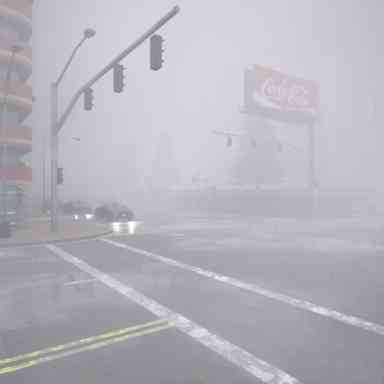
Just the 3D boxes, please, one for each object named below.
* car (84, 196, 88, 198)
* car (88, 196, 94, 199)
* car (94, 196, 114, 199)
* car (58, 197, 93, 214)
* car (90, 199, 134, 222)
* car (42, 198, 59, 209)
[{"bbox_3d":[-20.558,1.564,58.844,1.994,1.385,4.181,0,0,-36],"label":"car"},{"bbox_3d":[-19.973,1.478,64.027,1.882,1.535,5.008,0,0,-36],"label":"car"},{"bbox_3d":[-14.490,1.505,56.394,1.837,1.490,4.892,0,0,-36],"label":"car"},{"bbox_3d":[-12.094,1.564,34.715,1.994,1.385,4.181,0,0,-36],"label":"car"},{"bbox_3d":[-6.289,1.564,26.639,1.994,1.385,4.181,0,0,-36],"label":"car"},{"bbox_3d":[-17.977,1.478,42.926,1.882,1.535,5.008,0,0,-36],"label":"car"}]
